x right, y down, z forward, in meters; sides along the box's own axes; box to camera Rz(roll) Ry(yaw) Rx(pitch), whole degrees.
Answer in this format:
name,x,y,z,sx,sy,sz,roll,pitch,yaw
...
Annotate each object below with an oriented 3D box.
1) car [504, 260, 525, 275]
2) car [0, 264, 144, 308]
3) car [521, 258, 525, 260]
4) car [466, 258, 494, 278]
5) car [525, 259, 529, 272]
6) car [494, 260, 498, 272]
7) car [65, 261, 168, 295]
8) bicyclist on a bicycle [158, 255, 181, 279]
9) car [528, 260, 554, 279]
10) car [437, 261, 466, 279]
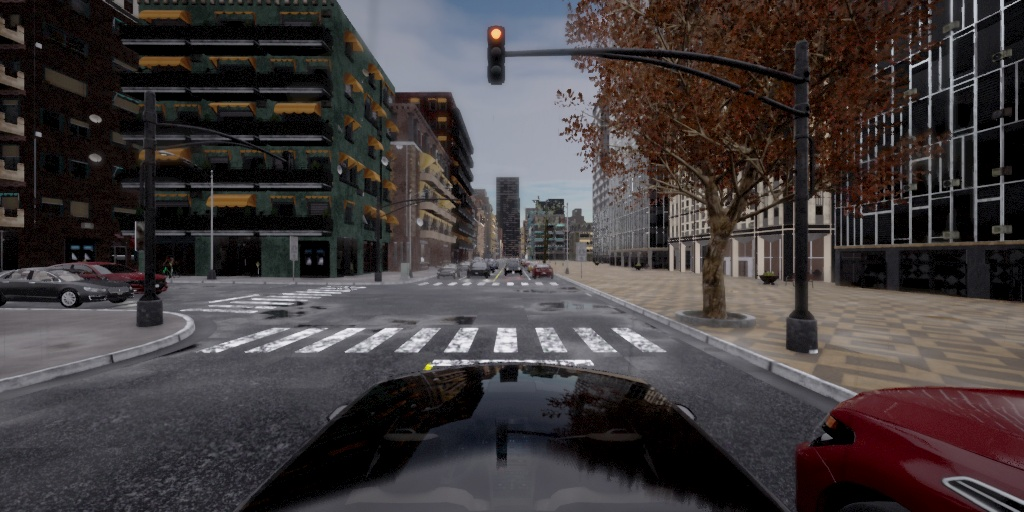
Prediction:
name,x,y,z,sx,sy,sz,roll,pitch,yaw
car,0.150,1.369,39.427,1.895,1.301,4.718,0,0,0
car,-16.420,1.091,12.991,4.403,1.370,2.007,0,0,0
car,2.769,1.375,60.043,1.802,1.307,4.207,0,0,0
car,-3.051,1.241,33.676,1.882,1.535,5.008,0,0,0
car,2.747,1.298,43.616,1.751,1.417,4.829,0,0,0
car,-3.025,1.374,43.700,1.895,1.301,4.718,0,0,0
car,-17.954,1.000,15.566,5.008,1.535,1.882,1,0,0
bicyclist on a bicycle,-23.138,0.761,24.260,0.582,1.620,1.656,1,0,-1
car,2.732,1.307,32.381,1.888,1.381,4.507,0,0,0
car,-5.648,1.313,32.392,2.007,1.370,4.403,0,0,0
